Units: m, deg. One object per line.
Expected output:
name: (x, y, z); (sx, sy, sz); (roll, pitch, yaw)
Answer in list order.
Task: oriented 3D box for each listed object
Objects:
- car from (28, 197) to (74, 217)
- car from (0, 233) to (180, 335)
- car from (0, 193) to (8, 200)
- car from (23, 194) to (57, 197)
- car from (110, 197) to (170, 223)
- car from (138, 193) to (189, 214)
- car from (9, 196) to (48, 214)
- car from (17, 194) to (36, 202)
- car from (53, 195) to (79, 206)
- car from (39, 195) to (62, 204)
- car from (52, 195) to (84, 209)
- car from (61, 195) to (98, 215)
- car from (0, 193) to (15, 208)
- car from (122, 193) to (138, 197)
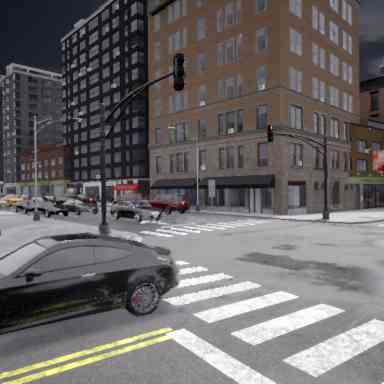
car: (-12.422, 1.417, 29.173); (1.947, 1.339, 4.313); (0, 1, -44)
car: (-2.408, 1.524, 5.961); (4.674, 1.442, 1.812); (0, 0, -36)
car: (-40.838, 0.885, 70.680); (1.947, 1.339, 4.313); (0, 1, -44)
car: (-17.548, 1.258, 38.411); (1.812, 1.442, 4.674); (-1, 1, -44)
car: (-4.207, 1.372, 24.657); (2.128, 1.511, 4.902); (-1, 1, -44)
car: (-2.473, 1.086, 31.161); (2.192, 1.841, 5.009); (0, 1, -44)
car: (-16.258, 1.375, 33.124); (1.947, 1.339, 4.313); (0, 1, -44)
car: (-29.328, 1.044, 58.825); (1.802, 1.307, 4.206); (0, 1, -44)
car: (-17.820, 1.181, 46.970); (1.802, 1.307, 4.206); (0, 1, -44)
car: (-21.656, 1.136, 50.922); (1.802, 1.307, 4.206); (0, 1, -44)
car: (-15.181, 1.165, 40.555); (1.882, 1.535, 5.008); (-1, 1, -44)
car: (-10.622, 1.336, 31.263); (1.812, 1.442, 4.674); (-1, 1, -44)
car: (-23.810, 1.248, 40.902); (1.752, 1.417, 4.829); (0, 1, -44)
car: (-6.309, 1.044, 35.113); (2.192, 1.841, 5.009); (0, 1, -44)
